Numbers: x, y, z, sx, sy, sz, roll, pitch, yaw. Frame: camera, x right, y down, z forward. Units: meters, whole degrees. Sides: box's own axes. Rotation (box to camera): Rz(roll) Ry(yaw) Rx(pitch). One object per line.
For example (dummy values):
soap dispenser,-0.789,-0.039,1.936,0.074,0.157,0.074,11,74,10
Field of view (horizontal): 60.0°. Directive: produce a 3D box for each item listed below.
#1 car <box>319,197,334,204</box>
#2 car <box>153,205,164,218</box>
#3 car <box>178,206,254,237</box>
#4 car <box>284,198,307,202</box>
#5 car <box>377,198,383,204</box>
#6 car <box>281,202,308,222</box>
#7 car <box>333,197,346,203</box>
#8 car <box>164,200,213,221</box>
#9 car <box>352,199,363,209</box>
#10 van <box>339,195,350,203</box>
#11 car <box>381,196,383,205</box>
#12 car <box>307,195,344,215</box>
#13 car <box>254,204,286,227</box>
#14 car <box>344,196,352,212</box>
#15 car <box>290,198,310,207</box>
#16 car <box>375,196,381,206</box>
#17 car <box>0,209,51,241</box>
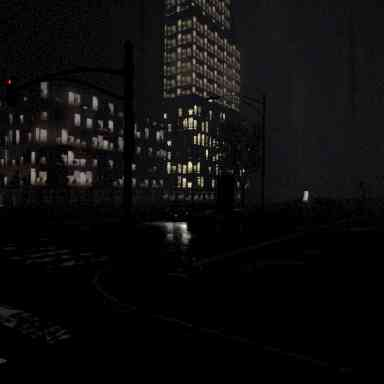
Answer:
car,28.204,1.849,69.581,1.947,1.339,4.313,1,0,36
car,-1.581,1.480,29.474,1.967,1.590,4.097,1,0,36
car,1.479,1.696,19.081,2.008,1.369,4.403,1,0,36
car,13.873,1.667,45.706,1.882,1.535,5.008,1,0,37
car,44.840,2.047,77.999,2.008,1.369,4.403,1,0,36
car,7.992,1.778,27.899,1.802,1.307,4.206,1,0,36
car,34.699,1.862,78.375,1.752,1.417,4.829,1,0,36
car,0.212,1.584,27.319,1.837,1.490,4.892,1,0,36
car,25.052,1.773,51.209,1.967,1.590,4.097,1,0,36
van,38.100,1.706,82.977,1.690,1.788,3.998,1,0,36
car,41.544,1.784,73.534,2.192,1.841,5.009,1,0,36
car,15.228,1.569,37.765,2.192,1.841,5.009,1,0,36
car,4.736,1.736,23.491,1.947,1.339,4.313,1,0,36
car,18.498,1.720,42.251,1.967,1.590,4.097,1,0,36
car,18.209,1.726,56.050,1.752,1.417,4.829,1,0,36
car,35.046,1.940,64.741,1.752,1.417,4.829,1,0,36
car,-8.625,1.502,14.493,2.128,1.511,4.902,1,0,29
